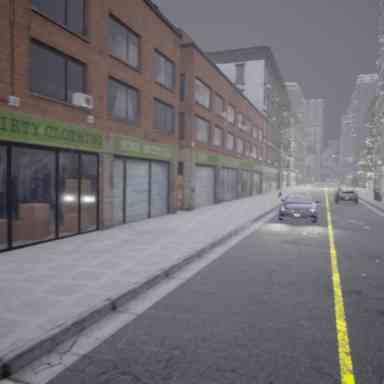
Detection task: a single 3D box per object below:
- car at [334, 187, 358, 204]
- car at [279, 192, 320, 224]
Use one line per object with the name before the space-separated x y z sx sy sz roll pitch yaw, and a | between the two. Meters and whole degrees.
car | 14.634 0.255 31.608 2.128 1.511 4.902 2 3 22
car | 5.912 0.765 18.129 1.812 1.442 4.674 2 3 22
